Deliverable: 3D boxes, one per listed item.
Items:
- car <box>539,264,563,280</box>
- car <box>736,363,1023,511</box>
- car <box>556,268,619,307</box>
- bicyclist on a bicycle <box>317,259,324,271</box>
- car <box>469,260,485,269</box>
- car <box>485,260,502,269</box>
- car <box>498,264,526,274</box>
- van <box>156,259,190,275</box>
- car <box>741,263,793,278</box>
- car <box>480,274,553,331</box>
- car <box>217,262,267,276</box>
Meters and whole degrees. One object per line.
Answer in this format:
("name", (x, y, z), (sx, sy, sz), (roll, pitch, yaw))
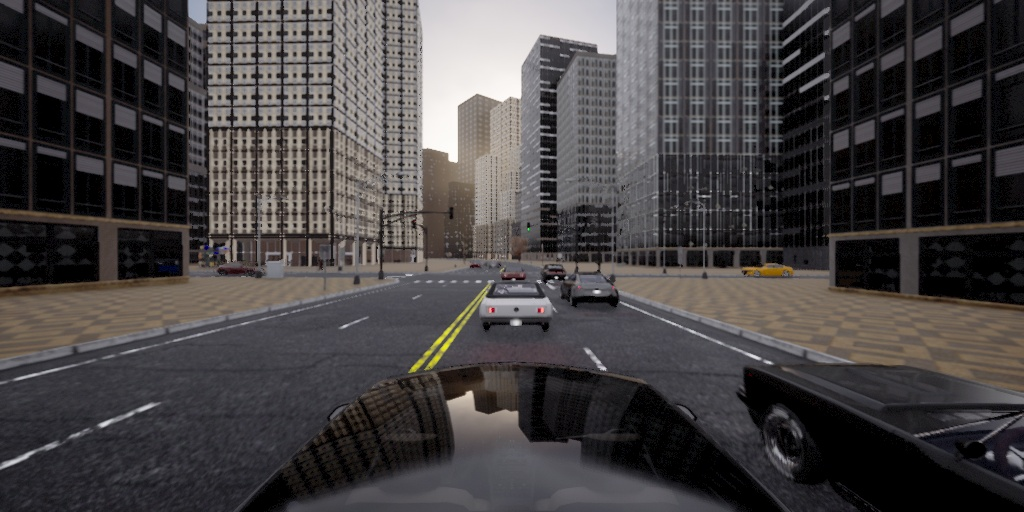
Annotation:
("car", (3.376, 1.418, 29.744), (1.837, 1.490, 4.892), (0, 0, 0))
("car", (3.349, 1.351, 1.713), (1.895, 1.301, 4.718), (0, 0, 0))
("car", (3.363, 1.401, 16.185), (1.994, 1.385, 4.181), (0, 0, 0))
("bicyclist on a bicycle", (-24.667, 1.135, 46.164), (0.582, 1.620, 1.656), (0, 0, 1))
("car", (-6.478, 1.675, 64.280), (1.895, 1.301, 4.718), (0, 0, 1))
("car", (-3.231, 1.567, 64.645), (2.128, 1.511, 4.902), (0, 0, 1))
("car", (0.125, 1.510, 29.167), (1.895, 1.301, 4.718), (0, 0, 0))
("van", (-33.906, 1.160, 35.076), (3.998, 1.789, 1.690), (0, 0, 1))
("car", (28.114, 1.565, 39.588), (5.008, 1.535, 1.882), (0, 0, 1))
("car", (0.109, 1.409, 11.281), (1.895, 1.301, 4.718), (0, 0, 0))
("car", (-28.206, 1.365, 37.520), (4.674, 1.442, 1.812), (0, 0, 1))
